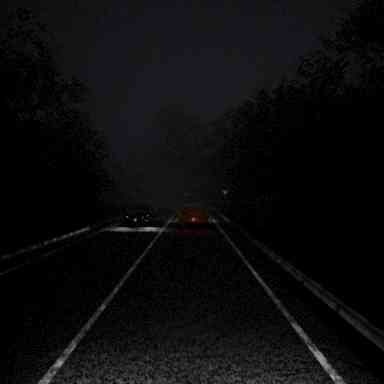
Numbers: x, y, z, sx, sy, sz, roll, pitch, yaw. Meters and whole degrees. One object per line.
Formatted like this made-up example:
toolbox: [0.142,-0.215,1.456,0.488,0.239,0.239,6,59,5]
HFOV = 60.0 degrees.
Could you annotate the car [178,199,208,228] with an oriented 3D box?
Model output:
car: [0.091,1.497,22.604,1.882,1.535,5.008,0,0,0]

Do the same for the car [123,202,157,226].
car: [-3.607,1.525,23.549,1.837,1.490,4.892,0,0,0]

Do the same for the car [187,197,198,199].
car: [0.088,1.384,40.849,2.097,1.767,4.553,0,0,0]
